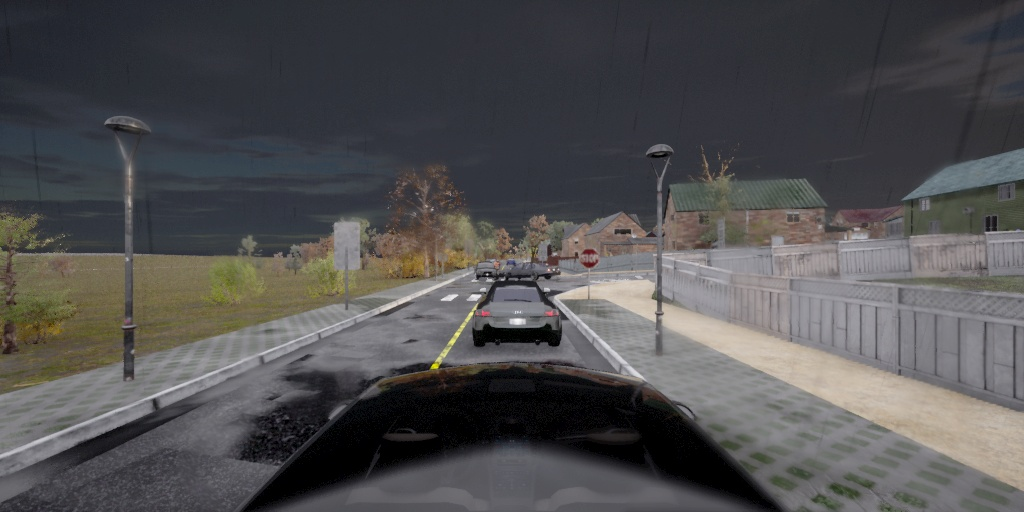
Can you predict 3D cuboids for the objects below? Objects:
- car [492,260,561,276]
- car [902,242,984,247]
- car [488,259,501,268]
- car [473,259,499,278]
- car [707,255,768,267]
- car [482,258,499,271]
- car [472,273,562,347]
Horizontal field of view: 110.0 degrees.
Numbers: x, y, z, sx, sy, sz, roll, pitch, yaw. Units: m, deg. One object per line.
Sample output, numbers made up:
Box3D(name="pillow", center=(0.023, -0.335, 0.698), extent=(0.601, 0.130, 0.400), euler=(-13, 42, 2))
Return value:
Box3D(name="car", center=(1.271, 1.198, 28.369), extent=(5.357, 1.411, 2.033), euler=(-4, -3, 43))
Box3D(name="car", center=(23.842, -0.208, 20.380), extent=(4.902, 1.511, 2.128), euler=(-3, 0, 14))
Box3D(name="car", center=(-2.979, 1.256, 61.125), extent=(1.882, 1.535, 5.008), euler=(0, 0, 0))
Box3D(name="car", center=(-2.324, 1.257, 31.272), extent=(1.837, 1.490, 4.892), euler=(0, 0, -8))
Box3D(name="car", center=(14.336, 0.413, 22.778), extent=(4.181, 1.385, 1.994), euler=(-3, 0, 16))
Box3D(name="car", center=(-2.969, 1.120, 51.088), extent=(2.097, 1.767, 4.553), euler=(0, 0, 0))
Box3D(name="car", center=(0.084, 1.313, 9.352), extent=(1.994, 1.385, 4.181), euler=(0, 0, -1))
